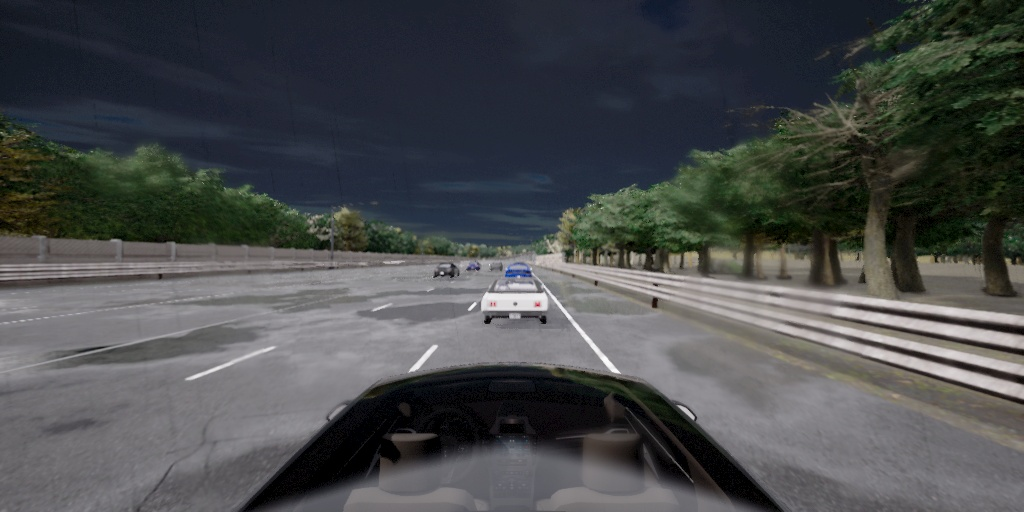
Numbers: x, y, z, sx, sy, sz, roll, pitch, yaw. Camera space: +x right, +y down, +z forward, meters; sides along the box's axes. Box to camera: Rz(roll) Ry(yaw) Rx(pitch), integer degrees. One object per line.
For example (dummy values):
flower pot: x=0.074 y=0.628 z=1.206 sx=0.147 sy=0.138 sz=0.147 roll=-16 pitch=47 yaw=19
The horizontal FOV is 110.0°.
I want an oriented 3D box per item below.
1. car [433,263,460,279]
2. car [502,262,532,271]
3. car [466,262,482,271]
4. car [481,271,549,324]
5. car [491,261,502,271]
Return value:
car: x=-6.240 y=1.390 z=34.524 sx=1.812 sy=1.442 sz=4.674 roll=0 pitch=0 yaw=1
car: x=0.484 y=1.311 z=26.535 sx=1.882 sy=1.535 sz=5.008 roll=0 pitch=0 yaw=1
car: x=-5.935 y=1.611 z=56.527 sx=1.812 sy=1.442 sz=4.674 roll=0 pitch=-1 yaw=0
car: x=0.138 y=1.356 z=12.005 sx=1.895 sy=1.301 sz=4.718 roll=0 pitch=0 yaw=1
car: x=-2.425 y=1.617 z=58.176 sx=2.128 sy=1.511 sz=4.902 roll=0 pitch=-1 yaw=0
